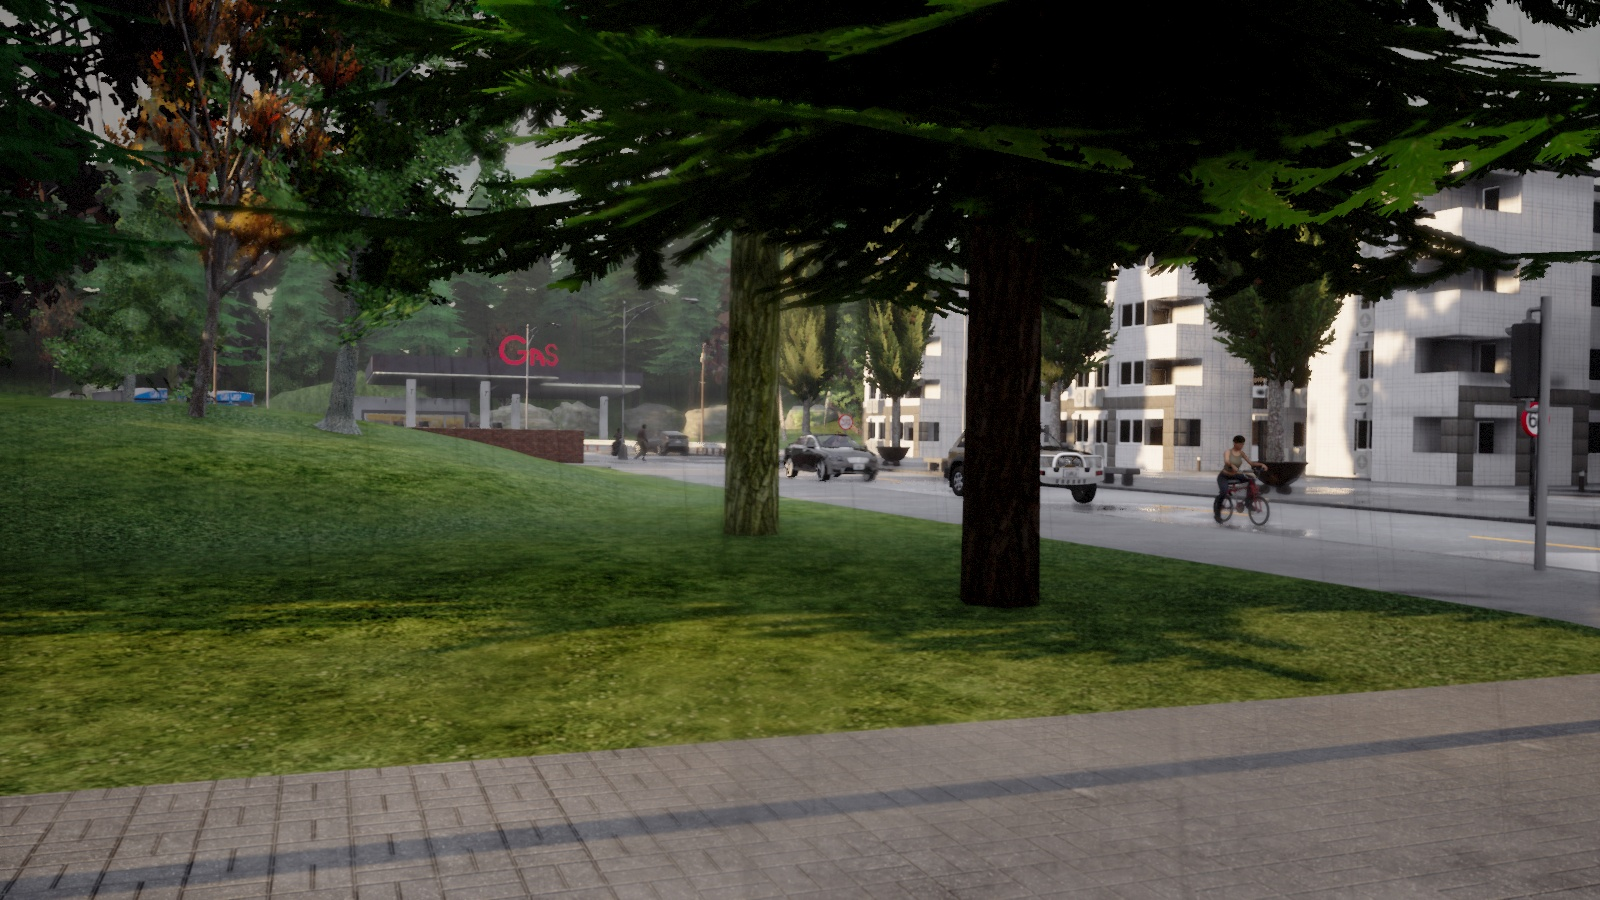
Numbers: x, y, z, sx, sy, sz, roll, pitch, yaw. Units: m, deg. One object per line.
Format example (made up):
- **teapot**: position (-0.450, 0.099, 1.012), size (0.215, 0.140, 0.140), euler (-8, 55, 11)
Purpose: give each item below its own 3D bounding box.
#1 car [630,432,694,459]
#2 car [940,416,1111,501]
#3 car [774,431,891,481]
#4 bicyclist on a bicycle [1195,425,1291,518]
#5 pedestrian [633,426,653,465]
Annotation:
- **car**: position (-8.291, -0.284, 75.016), size (2.007, 1.525, 4.514), euler (-1, 1, -33)
- **car**: position (5.253, 0.154, 29.924), size (1.932, 1.855, 4.605), euler (-1, 1, -21)
- **car**: position (0.986, 0.157, 41.192), size (2.128, 1.511, 4.902), euler (-1, 1, -21)
- **bicyclist on a bicycle**: position (8.002, 0.361, 22.738), size (0.866, 1.612, 1.509), euler (-1, 1, -20)
- **pedestrian**: position (-7.343, -0.222, 58.693), size (0.869, 1.805, 0.328), euler (-1, 1, -32)
